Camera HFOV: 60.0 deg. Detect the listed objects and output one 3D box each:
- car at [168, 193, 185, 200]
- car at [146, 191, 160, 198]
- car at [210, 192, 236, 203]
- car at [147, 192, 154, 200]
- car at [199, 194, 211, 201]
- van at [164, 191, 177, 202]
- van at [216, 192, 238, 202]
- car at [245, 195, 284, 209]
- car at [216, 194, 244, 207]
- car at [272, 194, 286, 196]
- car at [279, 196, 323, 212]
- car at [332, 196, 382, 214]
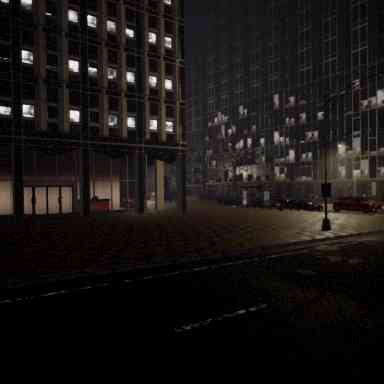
[{"bbox_3d":[-3.377,0.935,73.842,1.802,1.307,4.206,0,1,-34],"label":"car"},{"bbox_3d":[-9.813,0.686,83.209,1.967,1.590,4.097,0,1,-34],"label":"car"},{"bbox_3d":[5.438,1.175,50.783,1.837,1.490,4.892,-1,1,-34],"label":"car"},{"bbox_3d":[-10.285,1.039,69.098,2.008,1.369,4.403,0,1,-34],"label":"car"},{"bbox_3d":[3.059,1.043,64.471,1.802,1.307,4.206,0,1,-34],"label":"car"},{"bbox_3d":[-3.849,0.937,59.725,1.690,1.788,3.998,0,1,-34],"label":"van"},{"bbox_3d":[6.276,0.855,59.783,1.690,1.788,3.998,0,1,-34],"label":"van"},{"bbox_3d":[8.928,1.388,40.927,1.802,1.307,4.206,0,1,-34],"label":"car"},{"bbox_3d":[5.759,1.319,45.644,1.947,1.339,4.313,0,1,-34],"label":"car"},{"bbox_3d":[11.296,1.117,42.234,2.097,1.767,4.553,-1,1,-34],"label":"car"},{"bbox_3d":[12.132,1.423,36.230,1.947,1.339,4.313,0,1,-34],"label":"car"},{"bbox_3d":[16.892,1.206,34.084,2.097,1.767,4.553,-1,1,-35],"label":"car"}]
